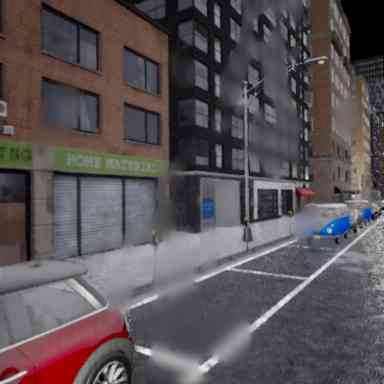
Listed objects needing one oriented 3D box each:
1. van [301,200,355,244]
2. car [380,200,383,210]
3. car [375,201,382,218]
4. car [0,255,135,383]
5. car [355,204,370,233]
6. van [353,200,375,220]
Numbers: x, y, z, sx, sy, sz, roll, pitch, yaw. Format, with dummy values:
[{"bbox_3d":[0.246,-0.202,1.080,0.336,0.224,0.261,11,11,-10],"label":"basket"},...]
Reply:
[{"bbox_3d":[6.659,1.469,16.381,1.690,1.788,3.998,-1,-1,33],"label":"van"},{"bbox_3d":[18.746,1.814,34.767,1.802,1.307,4.206,-1,-1,33],"label":"car"},{"bbox_3d":[15.724,1.771,30.169,1.947,1.339,4.313,-1,-1,33],"label":"car"},{"bbox_3d":[-2.404,1.493,2.586,1.967,1.590,4.097,-1,-1,33],"label":"car"},{"bbox_3d":[9.682,1.704,20.974,2.008,1.369,4.403,-1,-1,33],"label":"car"},{"bbox_3d":[12.701,1.520,25.575,1.690,1.788,3.998,-1,-1,33],"label":"van"}]
